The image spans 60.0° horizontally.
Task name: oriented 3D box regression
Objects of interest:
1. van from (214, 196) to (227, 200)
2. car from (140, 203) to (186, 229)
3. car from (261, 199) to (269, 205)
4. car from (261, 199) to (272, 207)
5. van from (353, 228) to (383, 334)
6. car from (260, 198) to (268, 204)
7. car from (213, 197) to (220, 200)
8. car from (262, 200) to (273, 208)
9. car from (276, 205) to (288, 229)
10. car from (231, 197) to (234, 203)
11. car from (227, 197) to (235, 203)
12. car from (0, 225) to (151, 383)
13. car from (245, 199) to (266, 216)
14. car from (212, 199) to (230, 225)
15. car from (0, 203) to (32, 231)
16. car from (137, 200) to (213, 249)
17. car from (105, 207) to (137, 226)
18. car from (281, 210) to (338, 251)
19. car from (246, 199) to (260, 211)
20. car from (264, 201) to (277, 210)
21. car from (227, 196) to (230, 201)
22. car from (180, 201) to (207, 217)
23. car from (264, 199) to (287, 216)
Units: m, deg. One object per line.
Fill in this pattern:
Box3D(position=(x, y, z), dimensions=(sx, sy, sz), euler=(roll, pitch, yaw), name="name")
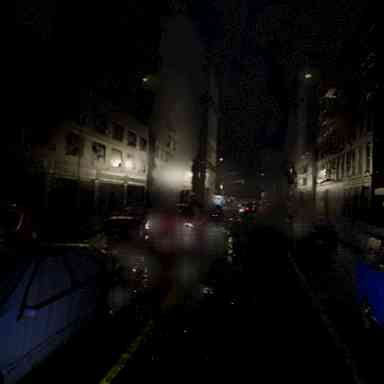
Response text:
Box3D(position=(4.314, 1.592, 55.549), dimensions=(1.690, 1.788, 3.998), euler=(3, 0, 11), name="van")
Box3D(position=(-1.849, 1.528, 22.461), dimensions=(1.947, 1.339, 4.313), euler=(3, 0, 11), name="car")
Box3D(position=(17.803, 2.384, 81.561), dimensions=(1.802, 1.307, 4.206), euler=(3, 0, 11), name="car")
Box3D(position=(15.754, 2.258, 70.532), dimensions=(1.887, 1.381, 4.507), euler=(3, 0, 11), name="car")
Box3D(position=(3.462, 1.480, 4.357), dimensions=(1.690, 1.788, 3.998), euler=(3, 0, 11), name="van")
Box3D(position=(18.831, 2.391, 87.076), dimensions=(1.887, 1.381, 4.507), euler=(3, 0, 11), name="car")
Box3D(position=(2.251, 1.738, 44.518), dimensions=(1.802, 1.307, 4.206), euler=(3, 0, 11), name="car")
Box3D(position=(14.728, 2.233, 65.017), dimensions=(1.947, 1.339, 4.313), euler=(3, 0, 11), name="car")
Box3D(position=(6.559, 1.814, 21.067), dimensions=(1.752, 1.417, 4.829), euler=(3, 0, 11), name="car")
Box3D(position=(7.379, 1.939, 72.093), dimensions=(2.008, 1.369, 4.403), euler=(3, 0, 11), name="car")
Box3D(position=(10.456, 2.066, 88.636), dimensions=(1.887, 1.381, 4.507), euler=(3, 0, 11), name="car")
Box3D(position=(-2.454, 1.456, 4.670), dimensions=(2.033, 1.411, 5.357), euler=(2, 0, 11), name="car")
Box3D(position=(6.926, 1.876, 37.680), dimensions=(2.033, 1.411, 5.357), euler=(2, 0, 10), name="car")
Box3D(position=(1.323, 1.582, 24.940), dimensions=(2.128, 1.511, 4.902), euler=(2, 0, 11), name="car")
Box3D(position=(-4.912, 1.130, 5.916), dimensions=(2.192, 1.841, 5.009), euler=(3, 0, 11), name="car")
Box3D(position=(-0.565, 1.352, 14.798), dimensions=(2.097, 1.767, 4.553), euler=(2, 0, 11), name="car")
Box3D(position=(-2.873, 1.458, 16.945), dimensions=(1.887, 1.381, 4.507), euler=(3, 0, 11), name="car")
Box3D(position=(5.501, 1.788, 15.385), dimensions=(2.008, 1.369, 4.403), euler=(3, 0, 11), name="car")
Box3D(position=(8.959, 1.901, 48.589), dimensions=(1.882, 1.535, 5.008), euler=(2, 0, 11), name="car")
Box3D(position=(12.676, 2.157, 53.988), dimensions=(1.802, 1.307, 4.206), euler=(3, 0, 11), name="car")
Box3D(position=(5.334, 1.738, 61.064), dimensions=(1.967, 1.590, 4.097), euler=(3, 0, 11), name="car")
Box3D(position=(0.201, 1.625, 33.490), dimensions=(1.947, 1.339, 4.313), euler=(3, 0, 11), name="car")
Box3D(position=(9.615, 1.748, 37.444), dimensions=(2.192, 1.841, 5.009), euler=(3, 0, 11), name="car")
